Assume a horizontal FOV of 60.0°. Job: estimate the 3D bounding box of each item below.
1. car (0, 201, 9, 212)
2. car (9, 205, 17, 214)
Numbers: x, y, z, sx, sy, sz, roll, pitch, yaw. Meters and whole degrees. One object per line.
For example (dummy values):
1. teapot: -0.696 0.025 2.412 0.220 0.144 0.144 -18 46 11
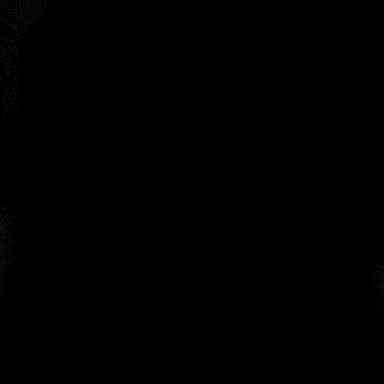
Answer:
1. car: -19.347 1.183 29.117 2.192 1.841 5.009 0 -1 36
2. car: -16.206 1.527 33.508 1.802 1.307 4.206 0 -1 36
